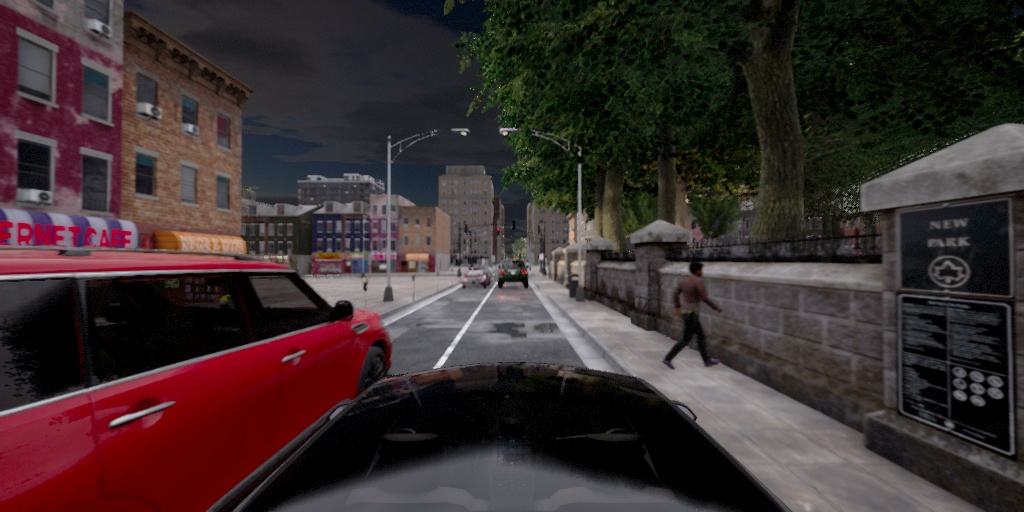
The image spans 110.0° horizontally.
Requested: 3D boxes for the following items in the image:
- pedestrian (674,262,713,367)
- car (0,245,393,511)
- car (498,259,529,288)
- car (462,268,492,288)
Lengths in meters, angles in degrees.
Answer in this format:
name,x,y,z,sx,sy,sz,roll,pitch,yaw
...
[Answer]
name,x,y,z,sx,sy,sz,roll,pitch,yaw
pedestrian,3.008,0.944,5.960,0.375,1.860,0.375,0,-1,0
car,-2.750,0.986,2.716,2.150,2.045,5.566,0,-1,0
car,0.105,1.269,27.060,2.150,2.045,5.566,0,-1,1
car,-2.609,1.621,26.373,1.802,1.307,4.207,0,0,0
